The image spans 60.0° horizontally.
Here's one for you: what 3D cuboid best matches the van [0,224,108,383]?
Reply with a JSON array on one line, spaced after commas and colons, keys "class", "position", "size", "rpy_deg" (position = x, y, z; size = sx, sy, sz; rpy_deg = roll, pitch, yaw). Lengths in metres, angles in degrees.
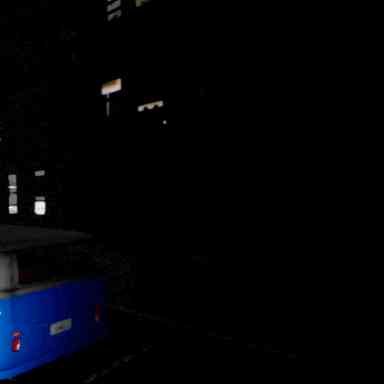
[{"class": "van", "position": [-3.081, 1.405, 5.087], "size": [3.998, 1.788, 1.690], "rpy_deg": [-1, -1, 36]}]
